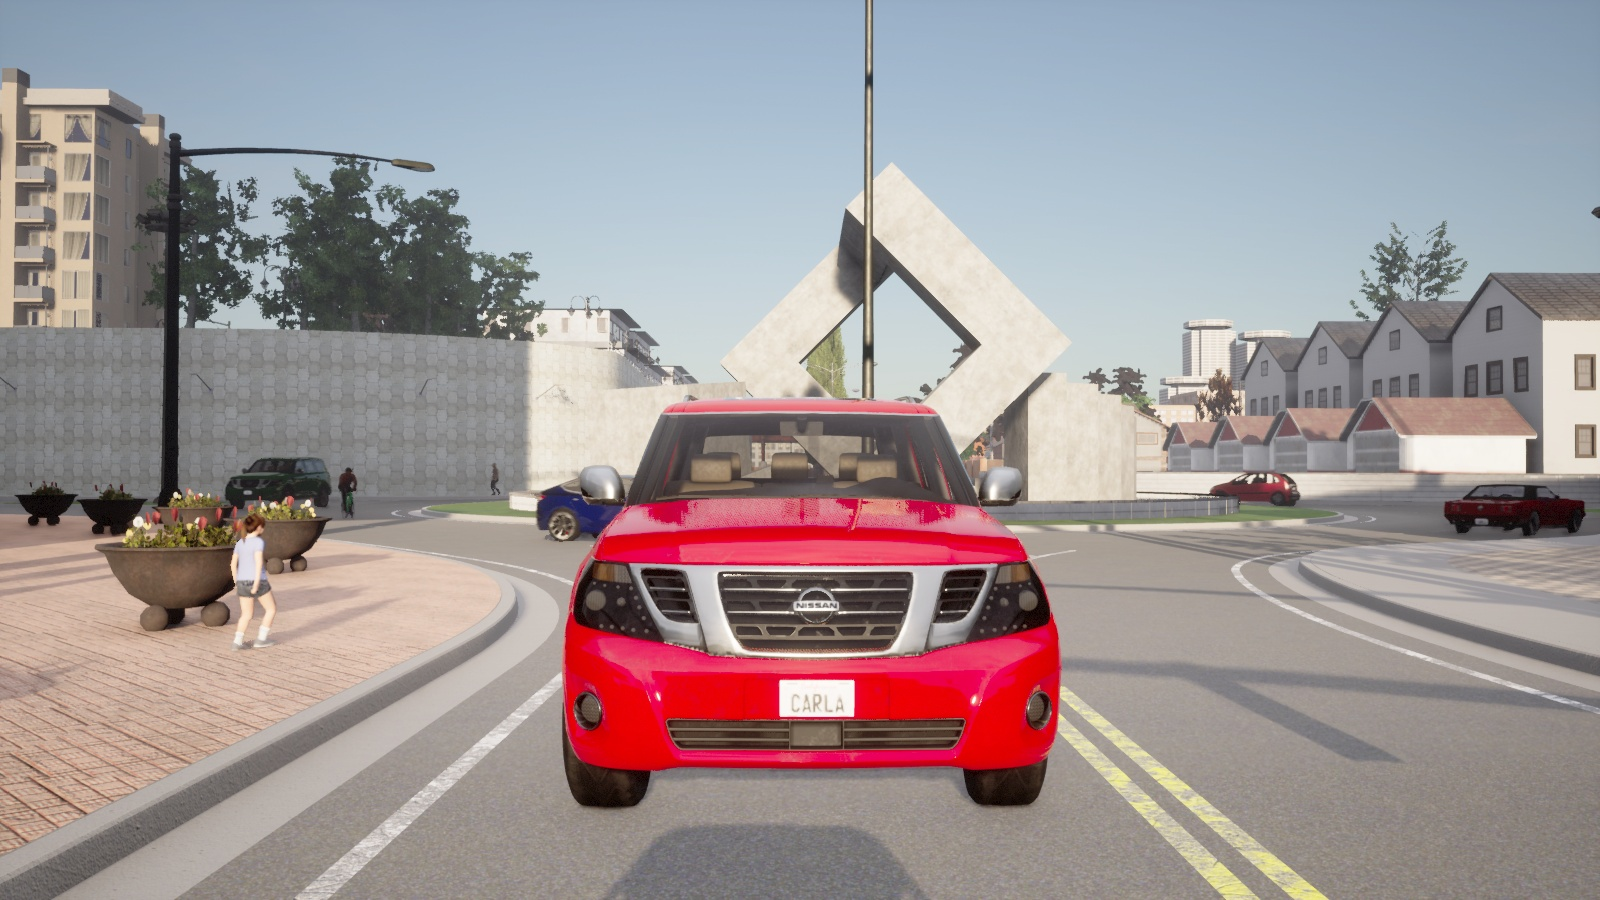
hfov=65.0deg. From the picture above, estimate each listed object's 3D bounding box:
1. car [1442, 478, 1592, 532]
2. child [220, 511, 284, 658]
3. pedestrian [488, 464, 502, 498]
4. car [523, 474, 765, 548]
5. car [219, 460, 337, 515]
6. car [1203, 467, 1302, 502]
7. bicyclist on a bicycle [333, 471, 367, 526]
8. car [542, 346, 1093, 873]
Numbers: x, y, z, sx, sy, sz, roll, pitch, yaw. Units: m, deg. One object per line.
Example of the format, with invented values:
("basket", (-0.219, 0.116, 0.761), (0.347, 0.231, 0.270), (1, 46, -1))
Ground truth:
("car", (18.975, 1.395, 33.155), (4.718, 1.301, 1.895), (1, -1, -40))
("child", (-4.295, 1.042, 9.849), (0.255, 1.110, 0.394), (-1, -1, 21))
("pedestrian", (-16.516, 1.675, 68.042), (0.634, 1.846, 0.331), (1, -1, -38))
("car", (-3.400, 1.289, 27.494), (4.792, 1.488, 2.163), (-1, -1, 19))
("car", (-20.445, 1.444, 49.494), (2.150, 2.045, 5.566), (0, -1, 2))
("car", (21.362, 1.621, 59.349), (3.988, 1.617, 1.851), (-1, -1, 39))
("bicyclist on a bicycle", (-13.834, 1.469, 38.605), (0.582, 1.620, 1.656), (-2, 0, -33))
("car", (-0.008, 0.663, 7.703), (2.150, 2.045, 5.566), (0, -1, -2))
